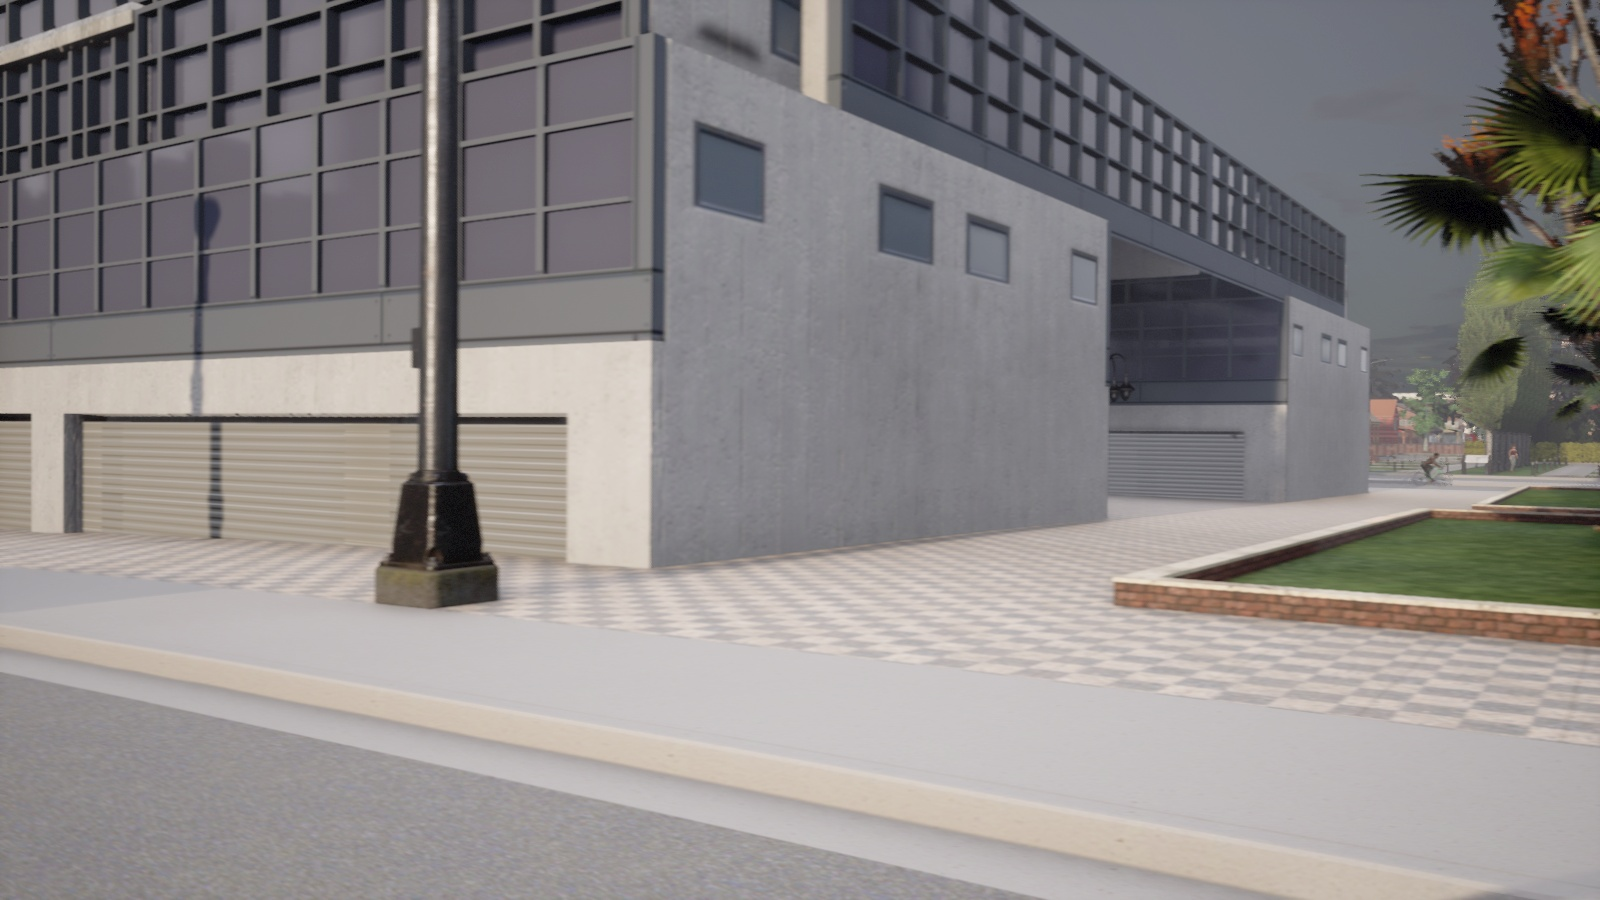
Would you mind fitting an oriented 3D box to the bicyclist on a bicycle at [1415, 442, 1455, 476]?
[{"bbox_3d":[30.545,0.407,60.453,1.656,1.620,0.582,0,1,33],"label":"bicyclist on a bicycle"}]
